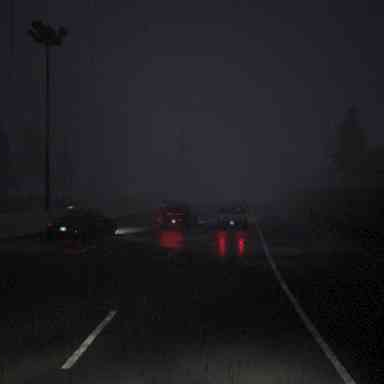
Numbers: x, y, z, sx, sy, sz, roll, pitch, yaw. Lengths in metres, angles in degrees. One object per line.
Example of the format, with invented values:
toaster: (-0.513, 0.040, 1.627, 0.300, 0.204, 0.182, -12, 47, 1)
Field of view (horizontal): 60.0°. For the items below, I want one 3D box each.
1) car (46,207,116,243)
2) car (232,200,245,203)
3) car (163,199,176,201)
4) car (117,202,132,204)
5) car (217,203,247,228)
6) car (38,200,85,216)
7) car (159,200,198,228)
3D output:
car: (-5.251, 1.568, 16.291, 1.994, 1.385, 4.181, 0, 0, 8)
car: (5.761, 1.673, 41.182, 1.895, 1.301, 4.718, 0, 0, 9)
car: (-2.226, 1.530, 35.582, 2.128, 1.511, 4.902, 0, 0, 9)
car: (-8.510, 1.504, 41.798, 1.882, 1.535, 5.008, 0, 0, 9)
car: (2.821, 1.640, 22.831, 1.895, 1.301, 4.718, 0, 0, 9)
car: (-13.276, 1.548, 34.242, 2.033, 1.411, 5.357, 0, 0, 9)
car: (-0.738, 1.532, 22.698, 1.837, 1.490, 4.892, 0, 0, 9)
